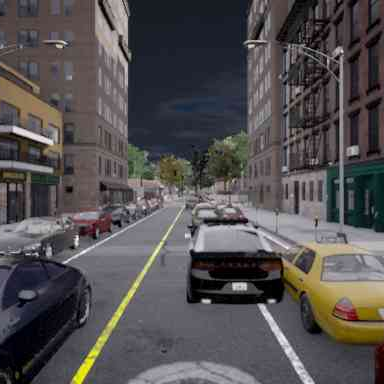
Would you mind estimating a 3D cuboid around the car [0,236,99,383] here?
[{"bbox_3d":[-2.746,1.575,4.205,1.994,1.385,4.181,0,0,0],"label":"car"}]

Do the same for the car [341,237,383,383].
[{"bbox_3d":[2.639,1.318,0.890,2.192,1.841,5.009,0,0,0],"label":"car"}]

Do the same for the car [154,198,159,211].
[{"bbox_3d":[-5.348,1.636,39.352,1.752,1.417,4.829,0,0,0],"label":"car"}]

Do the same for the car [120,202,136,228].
[{"bbox_3d":[-5.364,1.626,22.967,1.947,1.339,4.313,0,0,0],"label":"car"}]

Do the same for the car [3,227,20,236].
[{"bbox_3d":[-5.381,1.599,6.410,1.802,1.307,4.206,0,0,0],"label":"car"}]

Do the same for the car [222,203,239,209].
[{"bbox_3d":[2.661,1.642,22.962,1.802,1.307,4.206,0,0,0],"label":"car"}]

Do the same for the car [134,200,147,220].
[{"bbox_3d":[-5.359,1.626,28.485,2.008,1.369,4.403,0,0,0],"label":"car"}]

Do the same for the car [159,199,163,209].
[{"bbox_3d":[-5.343,1.570,45.042,1.967,1.590,4.097,0,0,0],"label":"car"}]

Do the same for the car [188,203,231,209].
[{"bbox_3d":[0.844,1.573,18.259,1.812,1.442,4.674,0,0,0],"label":"car"}]

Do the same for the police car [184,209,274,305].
[{"bbox_3d":[0.833,1.447,8.369,1.930,1.638,5.238,0,0,0],"label":"police car"}]

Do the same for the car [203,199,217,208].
[{"bbox_3d":[2.688,1.714,50.554,1.947,1.339,4.313,0,0,0],"label":"car"}]

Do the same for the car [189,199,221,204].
[{"bbox_3d":[0.849,1.519,24.449,1.801,1.575,5.366,0,0,0],"label":"car"}]

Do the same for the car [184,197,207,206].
[{"bbox_3d":[0.689,1.654,59.435,1.882,1.535,5.008,0,0,27],"label":"car"}]

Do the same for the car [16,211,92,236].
[{"bbox_3d":[-5.375,1.582,11.929,2.008,1.369,4.403,0,0,0],"label":"car"}]

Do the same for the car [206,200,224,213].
[{"bbox_3d":[2.677,1.656,39.517,1.887,1.381,4.507,0,0,0],"label":"car"}]

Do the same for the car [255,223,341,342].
[{"bbox_3d":[2.640,1.543,6.576,1.752,1.417,4.829,0,0,0],"label":"car"}]

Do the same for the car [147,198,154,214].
[{"bbox_3d":[-5.354,1.533,34.004,1.967,1.590,4.097,0,0,0],"label":"car"}]

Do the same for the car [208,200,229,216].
[{"bbox_3d":[2.672,1.619,34.169,1.752,1.417,4.829,0,0,0],"label":"car"}]

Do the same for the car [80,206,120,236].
[{"bbox_3d":[-5.370,1.590,17.448,1.887,1.381,4.507,0,0,0],"label":"car"}]

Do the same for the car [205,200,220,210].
[{"bbox_3d":[2.683,1.712,45.035,1.802,1.307,4.206,0,0,0],"label":"car"}]

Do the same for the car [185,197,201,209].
[{"bbox_3d":[0.064,1.625,46.165,2.128,1.511,4.902,0,0,1],"label":"car"}]

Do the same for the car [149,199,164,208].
[{"bbox_3d":[-5.337,1.730,50.560,1.802,1.307,4.206,0,0,0],"label":"car"}]
